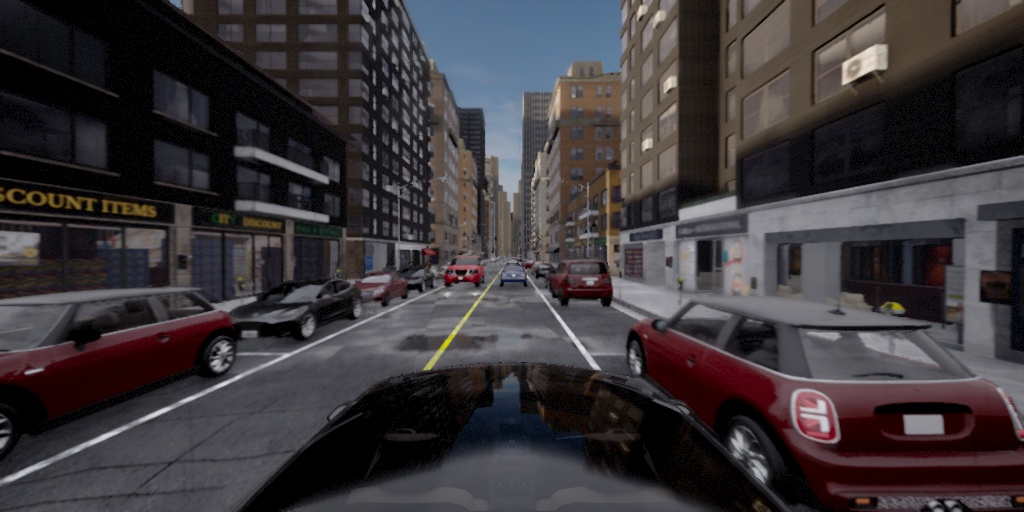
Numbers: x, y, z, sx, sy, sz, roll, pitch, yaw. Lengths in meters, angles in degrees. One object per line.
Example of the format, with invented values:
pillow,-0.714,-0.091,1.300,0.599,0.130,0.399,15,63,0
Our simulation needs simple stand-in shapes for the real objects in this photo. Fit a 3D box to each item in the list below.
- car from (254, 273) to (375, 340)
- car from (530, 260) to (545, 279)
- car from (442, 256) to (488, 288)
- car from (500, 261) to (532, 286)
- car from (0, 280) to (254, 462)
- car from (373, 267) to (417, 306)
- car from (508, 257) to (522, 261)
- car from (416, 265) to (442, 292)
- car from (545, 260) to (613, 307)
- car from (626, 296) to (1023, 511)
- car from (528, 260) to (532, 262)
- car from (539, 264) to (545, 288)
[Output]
car,-5.665,1.317,9.934,1.948,1.339,4.313,0,0,0
car,2.870,1.321,32.067,1.948,1.339,4.313,0,0,0
car,-3.046,0.978,24.218,2.150,2.045,5.566,0,0,1
car,0.107,1.302,25.391,2.033,1.411,5.357,0,0,0
car,-5.667,1.190,4.403,1.967,1.591,4.097,0,0,0
car,-5.662,1.334,15.464,1.802,1.307,4.207,0,0,0
car,0.120,1.235,48.420,1.882,1.535,5.008,0,0,0
car,-5.660,1.319,20.995,1.948,1.339,4.313,0,0,0
car,2.863,1.067,15.479,2.192,1.841,5.009,0,0,0
car,2.858,1.190,4.421,1.967,1.591,4.097,0,0,0
car,2.872,1.282,37.766,1.751,1.417,4.829,0,0,0
car,2.865,1.319,21.009,1.948,1.339,4.313,0,0,0
